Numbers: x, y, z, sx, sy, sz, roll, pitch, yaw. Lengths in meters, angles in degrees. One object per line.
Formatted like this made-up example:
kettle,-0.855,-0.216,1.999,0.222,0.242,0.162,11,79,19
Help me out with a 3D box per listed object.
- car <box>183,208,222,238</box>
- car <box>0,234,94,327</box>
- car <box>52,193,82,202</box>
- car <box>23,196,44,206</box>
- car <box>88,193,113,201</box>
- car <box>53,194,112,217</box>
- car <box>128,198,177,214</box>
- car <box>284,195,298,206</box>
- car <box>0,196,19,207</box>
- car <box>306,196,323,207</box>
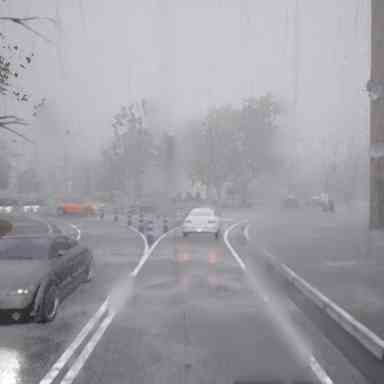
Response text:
car,0.648,1.604,18.419,1.812,1.442,4.674,0,0,7
car,-3.508,1.625,7.117,1.994,1.385,4.181,0,0,-2
car,-23.939,1.025,63.887,2.033,1.411,5.357,0,1,29
car,-22.982,1.276,48.432,1.994,1.385,4.181,0,1,-11
car,-18.203,1.035,66.236,1.812,1.442,4.674,1,1,39
car,-10.329,1.319,31.351,4.553,1.767,2.097,0,1,18
car,-3.970,1.437,33.665,4.892,1.490,1.837,0,2,1
car,14.294,1.219,48.389,1.837,1.490,4.892,2,1,14
car,-25.782,1.303,46.572,1.994,1.385,4.181,0,1,-14
car,17.120,1.264,46.758,1.812,1.442,4.674,1,1,15
